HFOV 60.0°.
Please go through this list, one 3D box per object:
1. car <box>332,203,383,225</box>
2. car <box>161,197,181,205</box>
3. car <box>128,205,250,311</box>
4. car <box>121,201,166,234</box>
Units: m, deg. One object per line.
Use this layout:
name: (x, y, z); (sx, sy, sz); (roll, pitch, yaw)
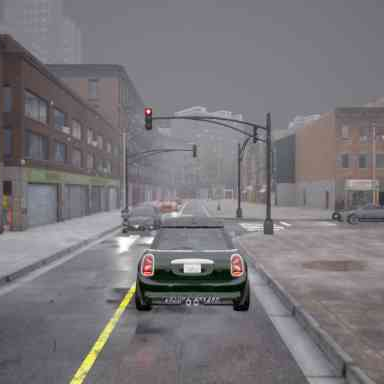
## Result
car: (12.059, 1.499, 23.246); (4.181, 1.385, 1.994); (0, 0, 0)
car: (-2.775, 1.380, 38.868); (2.097, 1.767, 4.553); (0, 0, 0)
car: (0.023, 1.355, 7.922); (2.097, 1.767, 4.553); (0, 0, 0)
car: (-2.812, 1.514, 19.353); (1.837, 1.490, 4.892); (0, 0, 0)
